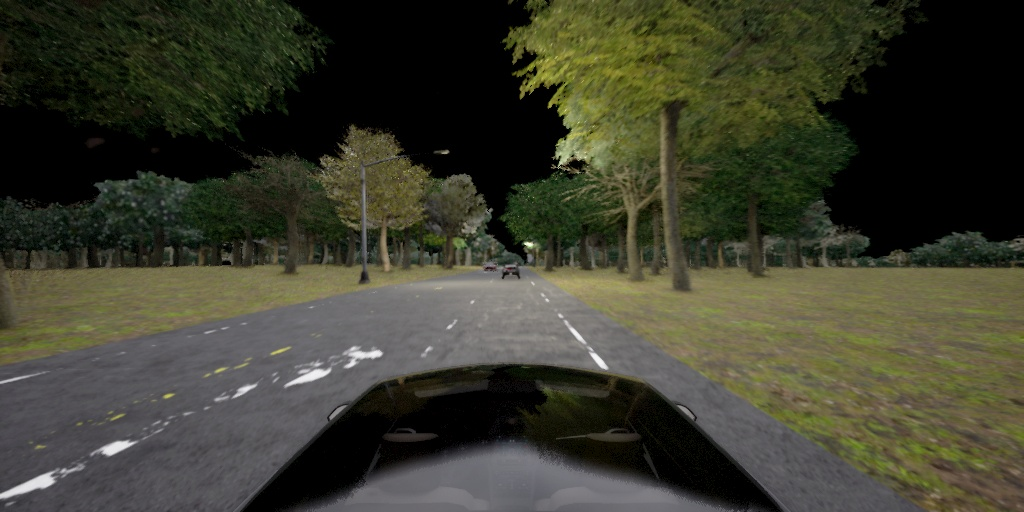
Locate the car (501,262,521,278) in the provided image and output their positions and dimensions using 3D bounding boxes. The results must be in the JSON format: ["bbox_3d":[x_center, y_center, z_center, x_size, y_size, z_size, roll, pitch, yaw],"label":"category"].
[{"bbox_3d":[-0.119,1.559,38.649,1.837,1.490,4.892,-1,-1,0],"label":"car"}]

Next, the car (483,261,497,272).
[{"bbox_3d":[-3.618,1.689,60.491,2.097,1.767,4.553,-1,-1,1],"label":"car"}]
